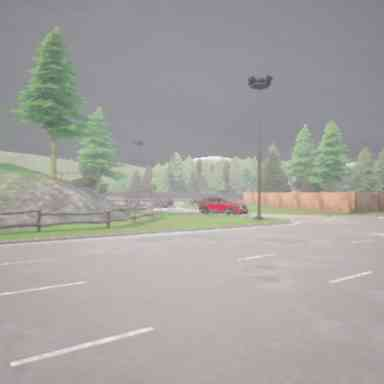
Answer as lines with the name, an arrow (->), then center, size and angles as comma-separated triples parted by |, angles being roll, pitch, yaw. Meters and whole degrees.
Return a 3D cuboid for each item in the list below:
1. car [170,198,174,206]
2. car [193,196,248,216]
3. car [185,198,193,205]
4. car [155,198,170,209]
car -> -4.575, 1.783, 58.461 | 1.882, 1.535, 5.008 | 0, 0, 13
car -> 3.196, 1.464, 35.328 | 5.566, 2.045, 2.150 | 0, 1, 41
car -> 0.222, 1.947, 72.315 | 2.128, 1.511, 4.902 | 0, 0, 30
car -> -4.740, 1.802, 51.512 | 1.837, 1.490, 4.892 | -1, 1, -6
